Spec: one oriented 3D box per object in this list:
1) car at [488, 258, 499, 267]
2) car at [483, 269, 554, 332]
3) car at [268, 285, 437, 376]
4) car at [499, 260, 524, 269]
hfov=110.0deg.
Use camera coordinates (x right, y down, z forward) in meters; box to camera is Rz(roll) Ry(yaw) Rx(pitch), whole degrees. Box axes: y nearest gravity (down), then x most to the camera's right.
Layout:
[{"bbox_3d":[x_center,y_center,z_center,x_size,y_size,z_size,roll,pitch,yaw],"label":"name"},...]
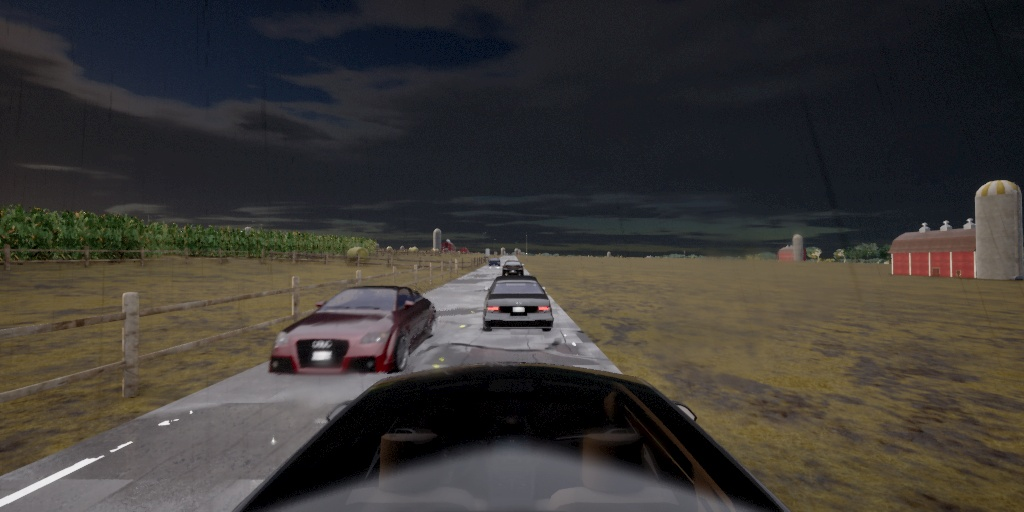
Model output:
[{"bbox_3d":[-2.792,0.992,58.263,2.033,1.411,5.357,0,1,0],"label":"car"},{"bbox_3d":[0.111,1.289,10.856,2.033,1.411,5.357,0,0,-1],"label":"car"},{"bbox_3d":[-2.853,1.311,7.379,1.994,1.385,4.181,0,0,0],"label":"car"},{"bbox_3d":[0.083,1.130,33.075,1.882,1.535,5.008,0,0,0],"label":"car"}]
